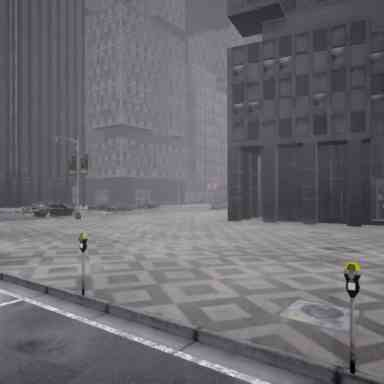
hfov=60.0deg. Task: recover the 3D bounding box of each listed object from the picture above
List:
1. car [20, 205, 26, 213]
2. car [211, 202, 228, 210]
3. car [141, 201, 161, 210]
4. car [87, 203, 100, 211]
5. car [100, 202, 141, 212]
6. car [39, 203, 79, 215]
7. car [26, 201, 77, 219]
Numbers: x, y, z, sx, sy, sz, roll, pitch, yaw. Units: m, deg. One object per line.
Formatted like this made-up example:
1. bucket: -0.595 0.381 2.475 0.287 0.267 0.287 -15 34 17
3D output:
1. car: -19.644 1.983 43.158 2.128 1.511 4.902 0 -1 36
2. car: 5.295 2.586 60.885 1.994 1.385 4.181 0 -1 36
3. car: -7.769 2.356 59.644 1.882 1.535 5.008 0 -1 36
4. car: -13.780 2.283 51.335 1.895 1.301 4.718 0 -1 36
5. car: -10.696 2.237 50.060 2.033 1.411 5.357 0 -1 36
6. car: -16.659 2.059 41.763 1.994 1.385 4.181 0 -1 35
7. car: -13.907 1.900 34.080 1.837 1.490 4.892 0 -1 36
